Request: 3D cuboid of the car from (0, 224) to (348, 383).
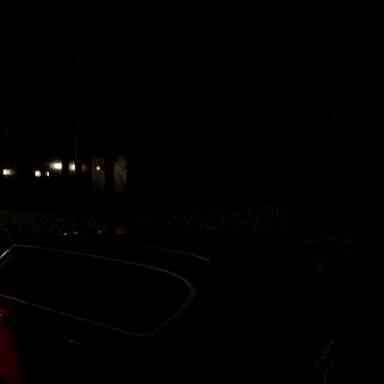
[{"bbox_3d":[-1.003,1.305,3.681,5.009,1.841,2.192,0,0,35],"label":"car"}]
